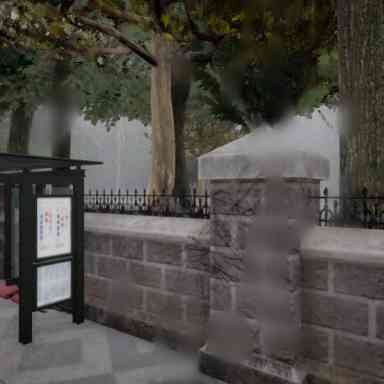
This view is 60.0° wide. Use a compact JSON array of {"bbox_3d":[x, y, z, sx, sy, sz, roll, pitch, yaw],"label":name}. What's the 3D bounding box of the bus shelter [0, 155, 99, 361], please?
[{"bbox_3d":[-3.746,0.876,6.097,3.880,2.740,1.920,0,0,36],"label":"bus shelter"}]
